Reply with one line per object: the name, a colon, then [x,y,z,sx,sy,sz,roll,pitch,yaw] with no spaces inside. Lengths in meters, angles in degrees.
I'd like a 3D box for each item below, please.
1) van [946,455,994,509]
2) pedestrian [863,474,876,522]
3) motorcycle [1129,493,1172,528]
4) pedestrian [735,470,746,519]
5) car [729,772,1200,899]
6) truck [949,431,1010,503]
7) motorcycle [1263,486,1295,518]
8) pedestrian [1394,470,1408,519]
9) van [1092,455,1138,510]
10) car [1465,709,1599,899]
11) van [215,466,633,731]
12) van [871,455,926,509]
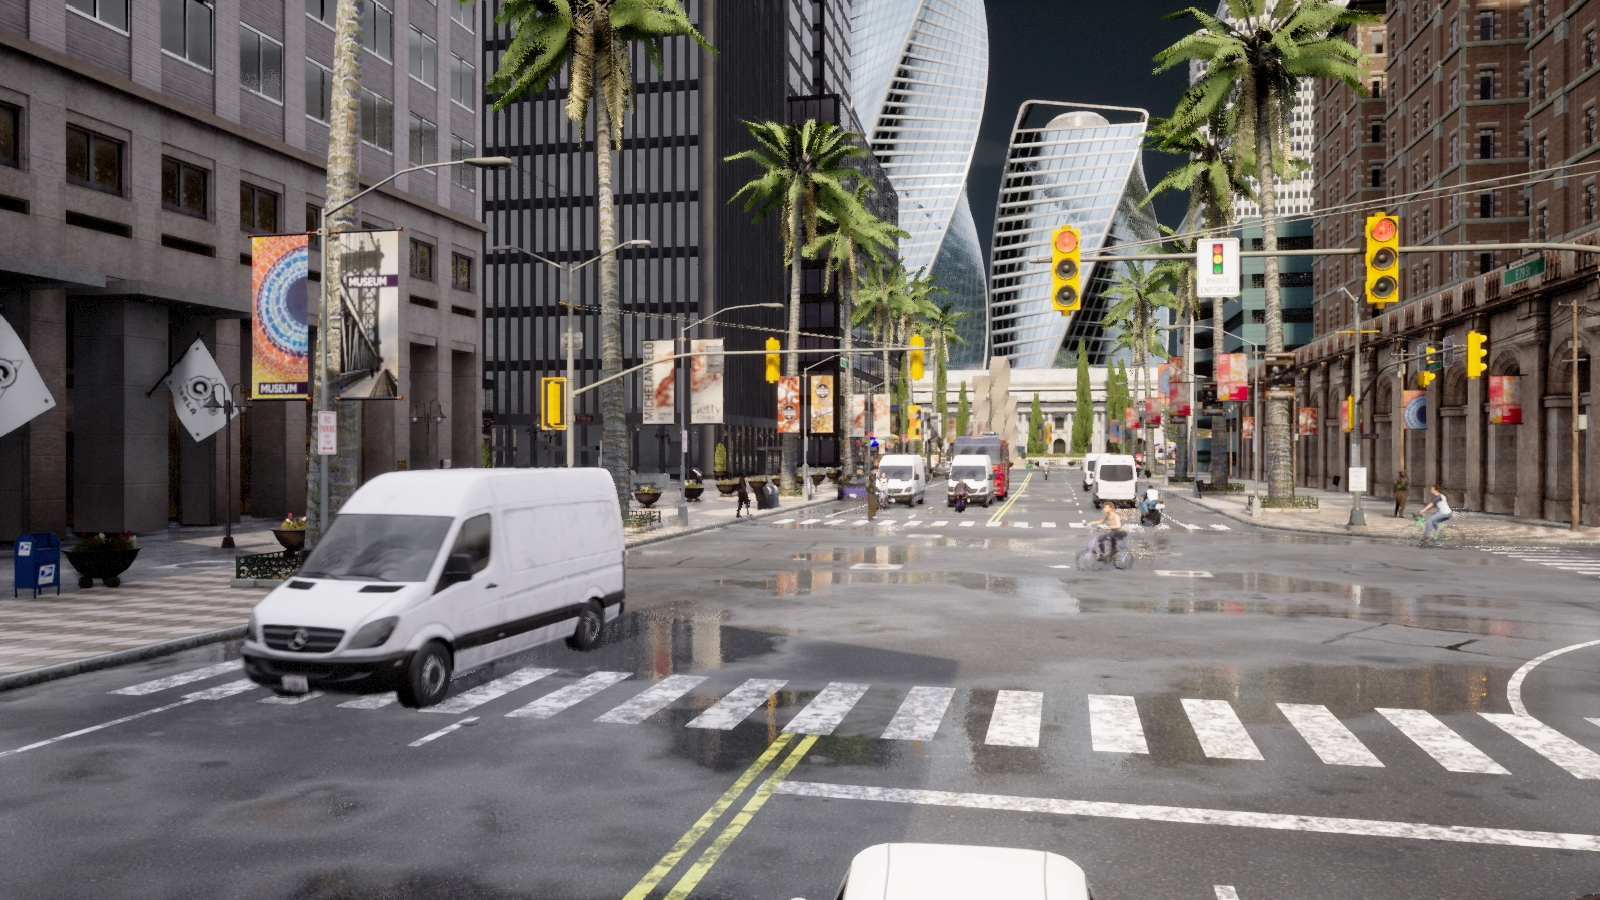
van: [8.600,1.534,57.397,1.988,2.561,5.915,0,0,13]
pedestrian: [2.708,1.848,44.327,0.375,1.860,0.375,0,0,27]
motorcycle: [12.843,2.212,41.934,0.803,1.145,2.033,4,-1,-3]
pedestrian: [-2.296,1.700,44.045,0.375,1.860,0.375,0,0,1]
car: [0.558,2.120,3.851,1.481,1.376,2.207,0,0,9]
truck: [10.323,0.890,65.040,2.891,3.827,8.468,0,0,13]
motorcycle: [20.463,2.205,48.863,0.867,1.251,2.209,0,0,13]
pedestrian: [23.045,1.697,43.839,0.375,1.860,0.375,0,0,7]
van: [15.662,1.534,57.023,1.988,2.561,5.915,0,0,13]
car: [3.753,1.992,2.523,2.152,1.651,5.027,0,0,7]
van: [-4.343,1.534,14.588,1.988,2.561,5.915,0,0,17]
van: [5.034,1.534,57.494,1.988,2.561,5.915,0,0,13]
